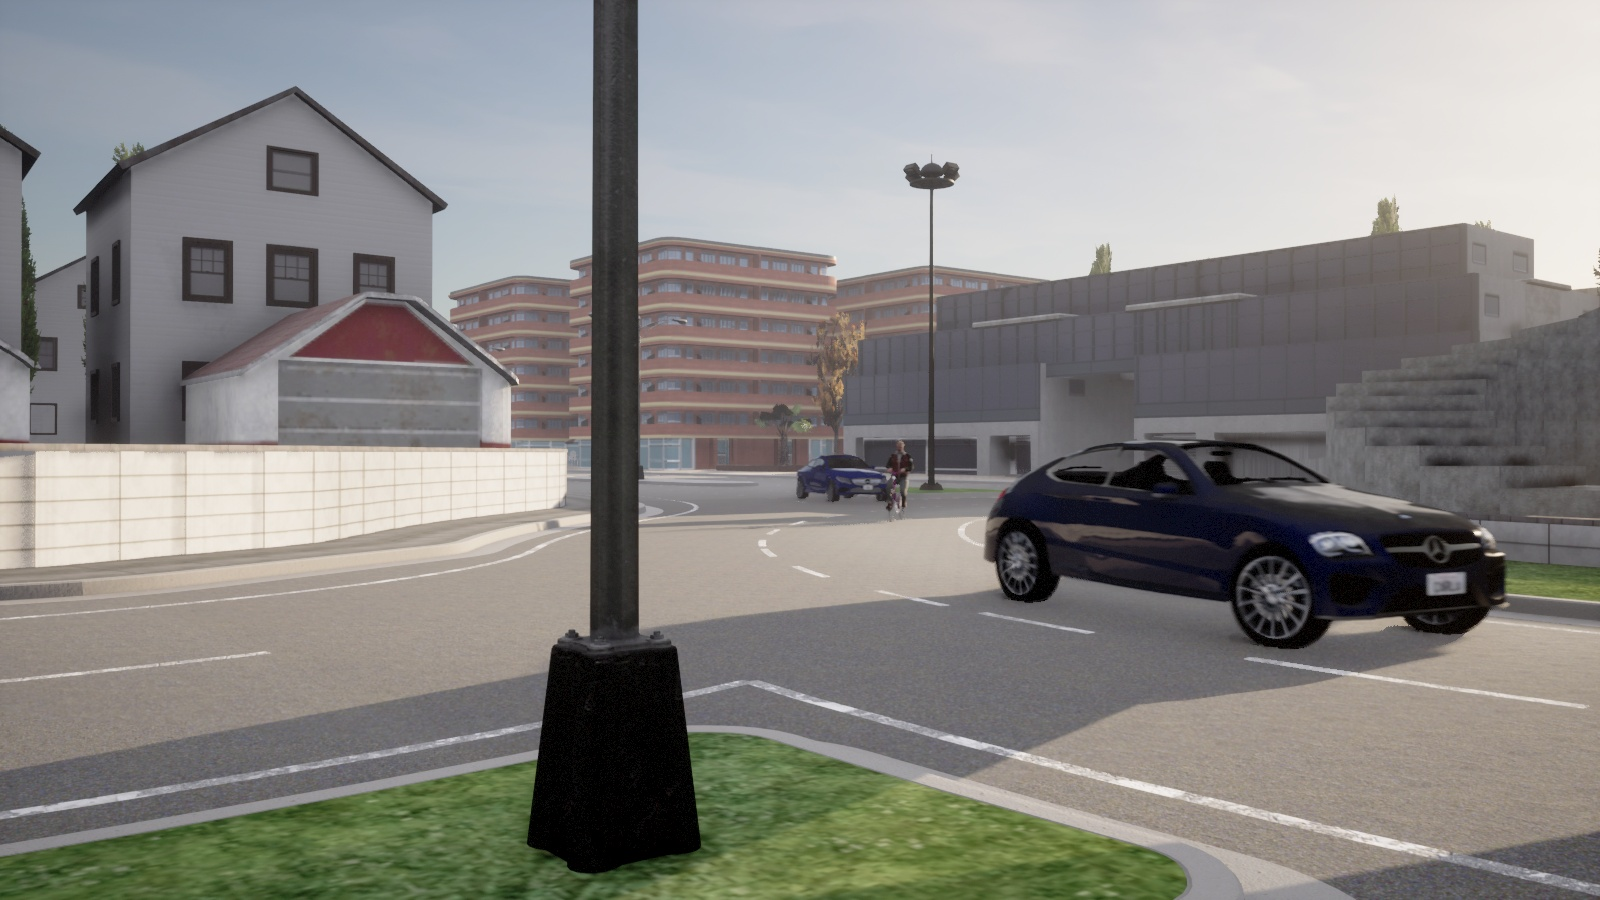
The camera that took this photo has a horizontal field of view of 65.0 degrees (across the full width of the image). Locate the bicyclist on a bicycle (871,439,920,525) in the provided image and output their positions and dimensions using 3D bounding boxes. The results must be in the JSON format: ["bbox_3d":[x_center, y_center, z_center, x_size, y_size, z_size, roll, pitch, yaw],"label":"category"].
[{"bbox_3d":[2.075,0.677,27.064,0.659,1.776,1.843,1,0,16],"label":"bicyclist on a bicycle"}]

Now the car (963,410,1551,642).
[{"bbox_3d":[3.819,0.544,11.641,2.152,1.651,5.027,0,0,-26],"label":"car"}]

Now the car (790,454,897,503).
[{"bbox_3d":[1.300,0.865,39.709,1.812,1.442,4.674,0,0,-19],"label":"car"}]
